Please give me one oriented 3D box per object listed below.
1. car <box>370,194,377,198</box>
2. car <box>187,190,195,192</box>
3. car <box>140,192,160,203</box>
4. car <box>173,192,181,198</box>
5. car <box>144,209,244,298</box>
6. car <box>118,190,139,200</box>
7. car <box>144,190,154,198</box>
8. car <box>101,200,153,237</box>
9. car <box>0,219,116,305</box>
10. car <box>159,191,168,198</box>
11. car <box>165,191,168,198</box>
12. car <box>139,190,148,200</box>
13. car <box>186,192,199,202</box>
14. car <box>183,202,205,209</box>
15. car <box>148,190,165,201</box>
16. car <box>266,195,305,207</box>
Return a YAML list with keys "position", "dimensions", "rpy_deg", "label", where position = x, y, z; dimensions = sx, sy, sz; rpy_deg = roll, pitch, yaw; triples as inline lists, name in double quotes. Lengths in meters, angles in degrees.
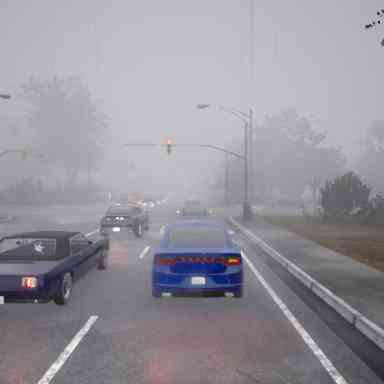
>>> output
- position: [24.187, 1.021, 43.354]
  dimensions: [4.553, 1.767, 2.097]
  rpy_deg: [0, 0, -3]
  label: "car"
- position: [-0.463, 0.387, 87.900]
  dimensions: [2.150, 2.045, 5.566]
  rpy_deg: [0, 1, -4]
  label: "car"
- position: [-6.995, 1.127, 55.454]
  dimensions: [1.994, 1.385, 4.181]
  rpy_deg: [0, 1, 0]
  label: "car"
- position: [-3.839, 0.741, 85.603]
  dimensions: [2.033, 1.411, 5.357]
  rpy_deg: [0, 1, -4]
  label: "car"
- position: [0.116, 1.446, 8.531]
  dimensions: [1.882, 1.535, 5.008]
  rpy_deg: [0, 0, 0]
  label: "car"
- position: [-10.524, 0.930, 53.845]
  dimensions: [2.097, 1.767, 4.553]
  rpy_deg: [0, 0, 1]
  label: "car"
- position: [-10.774, 0.445, 84.223]
  dimensions: [2.150, 2.045, 5.566]
  rpy_deg: [0, 1, -3]
  label: "car"
- position: [-3.370, 1.402, 17.237]
  dimensions: [1.837, 1.490, 4.892]
  rpy_deg: [0, 0, 0]
  label: "car"
- position: [-3.385, 1.573, 7.986]
  dimensions: [1.895, 1.301, 4.718]
  rpy_deg: [0, 0, 0]
  label: "car"
- position: [-7.284, 0.571, 84.521]
  dimensions: [2.097, 1.767, 4.553]
  rpy_deg: [0, 1, -3]
  label: "car"
- position: [-6.968, 0.957, 74.287]
  dimensions: [1.895, 1.301, 4.718]
  rpy_deg: [0, 1, -1]
  label: "car"
- position: [-10.449, 0.709, 63.428]
  dimensions: [2.150, 2.045, 5.566]
  rpy_deg: [0, 1, 0]
  label: "car"
- position: [0.130, 1.106, 53.540]
  dimensions: [1.812, 1.442, 4.674]
  rpy_deg: [-1, 1, 0]
  label: "car"
- position: [0.130, 1.458, 17.513]
  dimensions: [1.994, 1.385, 4.181]
  rpy_deg: [0, 0, 0]
  label: "car"
- position: [-6.951, 0.956, 64.262]
  dimensions: [1.882, 1.535, 5.008]
  rpy_deg: [0, 1, 0]
  label: "car"
- position: [11.918, 1.179, 42.685]
  dimensions: [4.892, 1.490, 1.837]
  rpy_deg: [0, 1, -3]
  label: "car"
